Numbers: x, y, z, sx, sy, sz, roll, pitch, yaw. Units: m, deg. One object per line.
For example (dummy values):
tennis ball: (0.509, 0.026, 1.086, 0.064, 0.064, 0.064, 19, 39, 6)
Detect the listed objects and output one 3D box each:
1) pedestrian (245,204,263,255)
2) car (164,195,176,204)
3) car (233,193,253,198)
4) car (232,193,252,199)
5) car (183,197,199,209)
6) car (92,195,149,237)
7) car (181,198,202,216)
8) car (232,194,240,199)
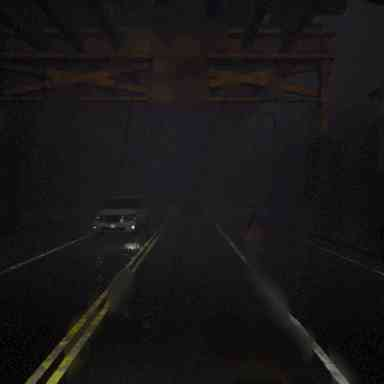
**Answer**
pedestrian: (2.157, 1.291, 11.604, 0.375, 1.860, 0.375, -1, 1, 0)
car: (-3.886, 1.300, 58.425, 1.882, 1.535, 5.008, 0, 1, 0)
car: (12.874, 0.830, 83.459, 4.536, 1.218, 1.853, 0, 1, -20)
car: (13.130, 0.939, 87.603, 4.974, 1.542, 2.038, 0, 1, 25)
car: (-0.134, 1.487, 45.168, 2.033, 1.411, 5.357, 0, 0, 0)
car: (-3.692, 1.217, 18.186, 2.150, 2.045, 5.566, 0, 0, 0)
car: (-0.068, 1.465, 32.711, 1.882, 1.535, 5.008, 0, 0, 0)
car: (12.825, 0.987, 83.443, 4.974, 1.542, 2.038, 0, 1, -20)
